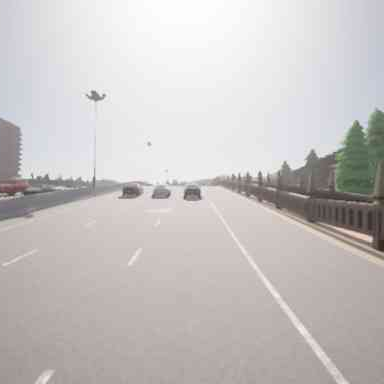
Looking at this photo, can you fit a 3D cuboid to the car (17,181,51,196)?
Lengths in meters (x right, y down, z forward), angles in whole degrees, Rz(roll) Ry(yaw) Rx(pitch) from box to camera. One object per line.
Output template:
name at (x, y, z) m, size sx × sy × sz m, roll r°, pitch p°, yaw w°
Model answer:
car at (-17.647, -0.239, 38.717) m, size 2.033 × 1.411 × 5.357 m, roll 0°, pitch 3°, yaw 0°

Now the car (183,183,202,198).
car at (0.046, -0.198, 37.060) m, size 1.837 × 1.490 × 4.892 m, roll 0°, pitch 4°, yaw 0°

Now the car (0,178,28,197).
car at (-21.142, -0.576, 38.993) m, size 2.150 × 2.045 × 5.566 m, roll 0°, pitch 3°, yaw 0°

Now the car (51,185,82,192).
car at (-14.145, -0.189, 38.735) m, size 1.895 × 1.301 × 4.718 m, roll 0°, pitch 3°, yaw 0°

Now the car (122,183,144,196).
car at (-6.957, -0.354, 39.431) m, size 1.882 × 1.535 × 5.008 m, roll 0°, pitch 3°, yaw 0°

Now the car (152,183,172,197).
car at (-3.455, -0.271, 38.773) m, size 1.812 × 1.442 × 4.674 m, roll 0°, pitch 3°, yaw 0°
